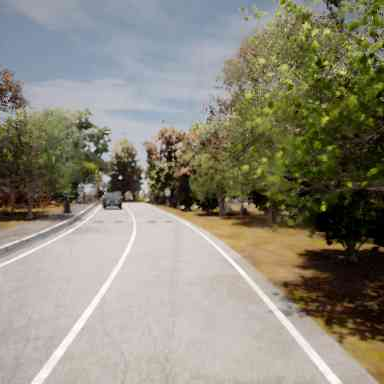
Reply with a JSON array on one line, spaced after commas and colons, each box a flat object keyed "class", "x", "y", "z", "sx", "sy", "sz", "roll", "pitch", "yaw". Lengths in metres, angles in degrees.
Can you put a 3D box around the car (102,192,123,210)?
[{"class": "car", "x": -9.486, "y": 1.012, "z": 39.773, "sx": 2.150, "sy": 2.045, "sz": 5.566, "roll": 1, "pitch": 0, "yaw": -13}]
